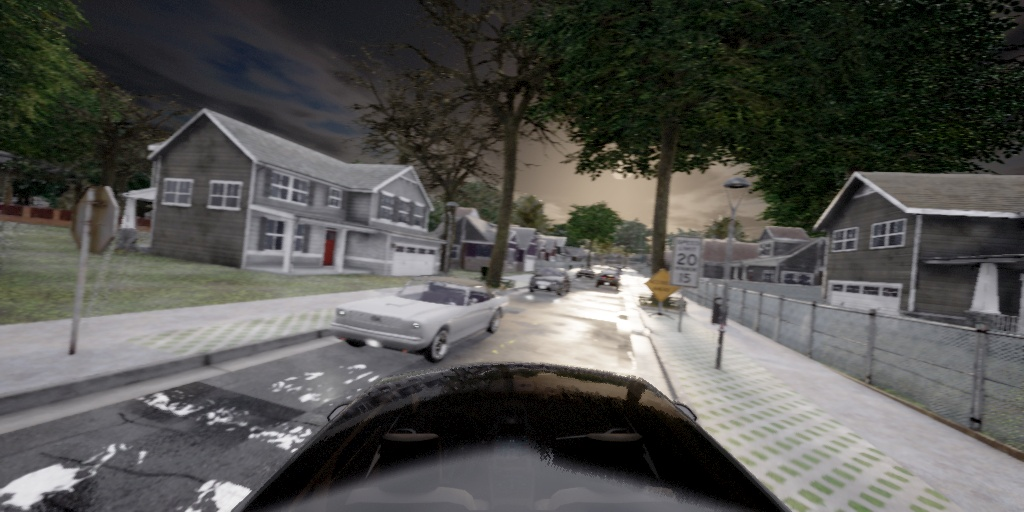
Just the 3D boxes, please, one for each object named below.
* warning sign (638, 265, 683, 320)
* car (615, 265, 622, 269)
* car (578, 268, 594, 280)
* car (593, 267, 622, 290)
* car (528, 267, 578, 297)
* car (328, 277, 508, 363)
[{"bbox_3d":[5.670,1.401,13.797,1.300,1.860,1.060,0,0,17],"label":"warning sign"},{"bbox_3d":[14.462,2.316,51.413,2.097,1.767,4.553,6,0,16],"label":"car"},{"bbox_3d":[8.597,2.058,41.796,1.895,1.301,4.718,6,0,17],"label":"car"},{"bbox_3d":[8.297,1.991,30.839,1.837,1.490,4.892,6,0,17],"label":"car"},{"bbox_3d":[2.333,1.423,21.107,2.128,1.511,4.902,6,0,17],"label":"car"},{"bbox_3d":[-1.609,1.171,7.942,1.895,1.301,4.718,6,0,17],"label":"car"}]
